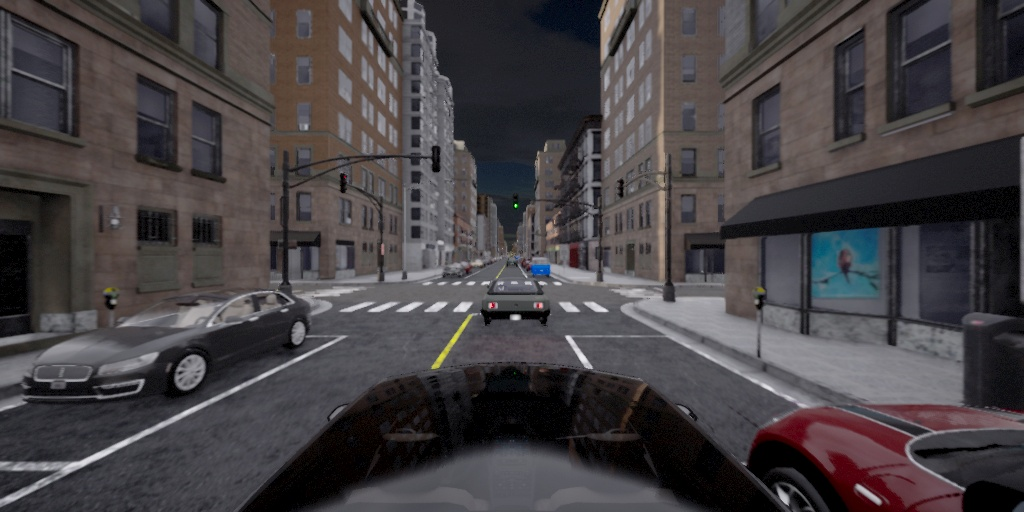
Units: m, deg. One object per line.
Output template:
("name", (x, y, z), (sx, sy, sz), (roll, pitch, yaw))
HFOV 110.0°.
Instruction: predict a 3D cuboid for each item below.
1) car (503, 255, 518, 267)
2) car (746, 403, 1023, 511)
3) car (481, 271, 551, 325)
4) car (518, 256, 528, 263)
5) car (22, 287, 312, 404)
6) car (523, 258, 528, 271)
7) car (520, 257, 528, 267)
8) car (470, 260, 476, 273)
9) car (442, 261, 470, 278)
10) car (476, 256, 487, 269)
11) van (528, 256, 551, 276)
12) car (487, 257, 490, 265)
("car", (-0.002, 1.009, 63.215), (2.097, 1.767, 4.553), (0, 0, 0))
("car", (2.637, 1.191, 0.933), (1.967, 1.591, 4.097), (0, 0, 0))
("car", (0.100, 1.337, 11.706), (1.895, 1.301, 4.718), (0, 0, 0))
("car", (2.636, 0.975, 61.941), (2.192, 1.841, 5.009), (0, 0, 0))
("car", (-5.388, 1.294, 6.443), (2.007, 1.370, 4.403), (0, 0, 0))
("car", (2.636, 1.273, 44.896), (1.802, 1.307, 4.207), (0, 0, 0))
("car", (2.636, 1.254, 56.259), (1.802, 1.307, 4.207), (0, 0, 0))
("car", (-5.389, 1.244, 39.206), (1.888, 1.381, 4.507), (0, 0, 0))
("car", (-5.389, 1.257, 33.525), (2.007, 1.370, 4.403), (0, 0, 0))
("car", (-5.389, 1.197, 56.083), (1.751, 1.417, 4.829), (0, 0, 0))
("van", (2.636, 1.047, 33.534), (1.690, 1.789, 3.998), (0, 0, 0))
("car", (-5.389, 1.226, 61.935), (1.948, 1.339, 4.313), (0, 0, 0))
